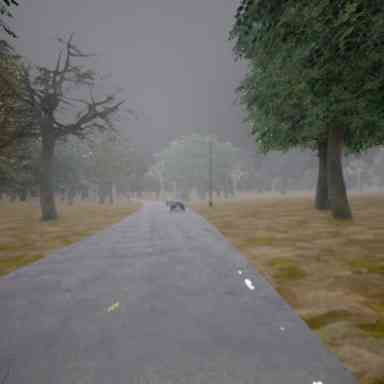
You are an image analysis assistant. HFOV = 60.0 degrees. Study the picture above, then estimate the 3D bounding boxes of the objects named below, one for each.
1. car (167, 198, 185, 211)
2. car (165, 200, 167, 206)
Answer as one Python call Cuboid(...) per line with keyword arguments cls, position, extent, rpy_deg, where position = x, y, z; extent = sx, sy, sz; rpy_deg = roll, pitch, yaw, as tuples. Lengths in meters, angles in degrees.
Cuboid(cls="car", position=(-2.026, 1.701, 44.786), extent=(1.837, 1.490, 4.892), rpy_deg=(0, 0, -5))
Cuboid(cls="car", position=(-3.997, 1.851, 62.851), extent=(1.812, 1.442, 4.674), rpy_deg=(0, 0, -7))
